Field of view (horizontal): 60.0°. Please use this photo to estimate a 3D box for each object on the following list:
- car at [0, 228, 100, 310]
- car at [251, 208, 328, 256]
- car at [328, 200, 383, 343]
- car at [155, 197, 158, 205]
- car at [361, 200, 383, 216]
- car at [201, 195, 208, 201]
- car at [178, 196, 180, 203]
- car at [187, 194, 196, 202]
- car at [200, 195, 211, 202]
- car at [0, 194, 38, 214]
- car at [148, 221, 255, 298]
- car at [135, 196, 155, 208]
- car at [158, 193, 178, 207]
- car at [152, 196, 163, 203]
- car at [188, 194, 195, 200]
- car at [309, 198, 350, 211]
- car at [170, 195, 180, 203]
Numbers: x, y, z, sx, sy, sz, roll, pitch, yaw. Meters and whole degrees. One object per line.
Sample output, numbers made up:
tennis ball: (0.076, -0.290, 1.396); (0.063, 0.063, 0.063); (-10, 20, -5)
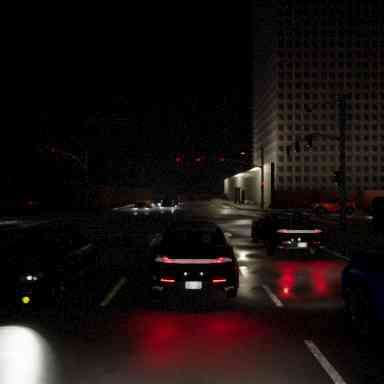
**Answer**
car: (-3.599, 1.563, 7.773); (1.994, 1.385, 4.181); (0, 0, 0)
car: (3.562, 1.491, 13.128); (2.128, 1.511, 4.902); (0, 0, 0)
car: (3.595, 1.221, 3.283); (2.150, 2.045, 5.566); (0, 0, 0)
car: (-7.166, 1.474, 58.604); (1.882, 1.535, 5.008); (0, 0, 0)
car: (19.366, 1.531, 32.284); (5.008, 1.535, 1.882); (0, 0, 0)
car: (3.370, 1.495, 89.134); (1.837, 1.490, 4.892); (0, 0, 0)
car: (-3.651, 1.218, 60.987); (2.150, 2.045, 5.566); (0, 0, 0)
car: (-0.115, 1.342, 78.781); (2.097, 1.767, 4.553); (0, 0, 0)
car: (3.385, 1.520, 78.828); (1.812, 1.442, 4.674); (0, 0, 0)
car: (-19.482, 1.275, 35.646); (5.566, 2.045, 2.150); (0, 0, 0)
car: (0.044, 1.491, 8.510); (2.128, 1.511, 4.902); (0, 0, 0)
car: (-7.163, 1.475, 49.282); (1.882, 1.535, 5.008); (0, 0, 0)
car: (-3.661, 1.349, 51.398); (2.097, 1.767, 4.553); (0, 0, 0)
car: (-7.101, 1.597, 68.767); (1.895, 1.301, 4.718); (0, 0, 0)
car: (-0.130, 1.323, 89.033); (1.837, 1.490, 4.892); (0, 0, 0)
car: (14.981, 1.405, 35.769); (4.553, 1.767, 2.097); (0, 0, 0)
car: (-3.604, 1.474, 71.135); (1.882, 1.535, 5.008); (0, 0, 0)
